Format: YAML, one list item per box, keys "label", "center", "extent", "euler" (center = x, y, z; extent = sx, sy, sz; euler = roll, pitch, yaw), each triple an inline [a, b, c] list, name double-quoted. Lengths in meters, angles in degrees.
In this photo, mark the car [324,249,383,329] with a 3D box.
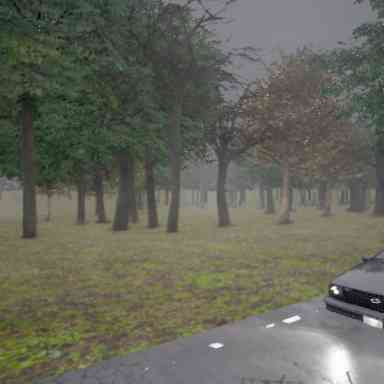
- label: "car"
  center: [4.879, 1.559, 6.499]
  extent: [5.357, 1.411, 2.033]
  euler: [0, 0, -35]
